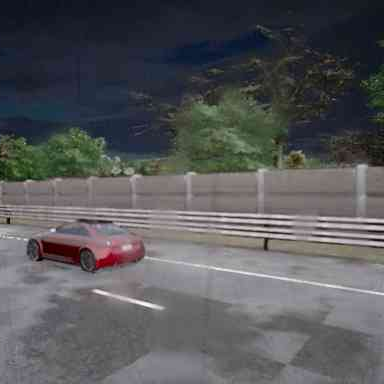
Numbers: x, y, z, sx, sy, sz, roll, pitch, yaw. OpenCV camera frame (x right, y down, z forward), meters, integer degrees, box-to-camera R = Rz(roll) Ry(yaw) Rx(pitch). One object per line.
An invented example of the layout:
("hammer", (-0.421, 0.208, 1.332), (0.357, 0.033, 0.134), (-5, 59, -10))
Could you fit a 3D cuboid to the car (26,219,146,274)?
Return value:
("car", (-3.509, 1.585, 10.793), (4.181, 1.385, 1.994), (0, 0, 35))
